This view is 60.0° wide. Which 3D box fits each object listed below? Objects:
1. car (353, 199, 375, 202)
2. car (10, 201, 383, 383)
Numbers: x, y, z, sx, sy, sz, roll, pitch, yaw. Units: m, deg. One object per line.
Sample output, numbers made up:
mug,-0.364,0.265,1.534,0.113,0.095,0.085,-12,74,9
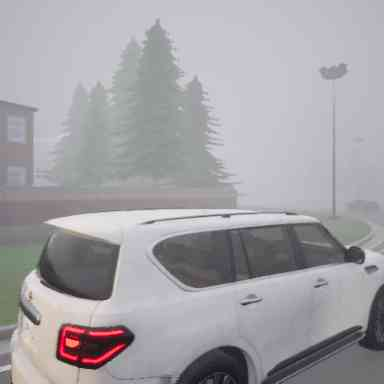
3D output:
car,19.834,1.598,39.160,1.837,1.490,4.892,1,-1,-8
car,0.719,1.237,4.485,5.566,2.045,2.150,0,0,-38
